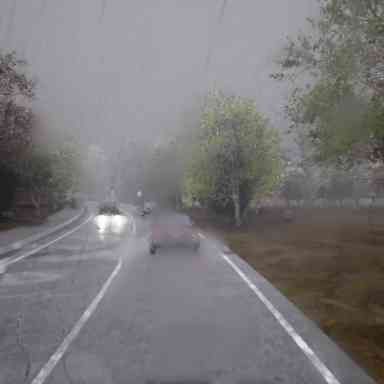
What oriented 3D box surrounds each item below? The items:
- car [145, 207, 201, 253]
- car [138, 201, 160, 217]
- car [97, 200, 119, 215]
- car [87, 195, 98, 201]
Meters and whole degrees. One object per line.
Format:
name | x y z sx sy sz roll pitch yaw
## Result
car | -0.797 1.574 13.730 2.033 1.411 5.357 0 0 -6
car | -4.180 1.595 32.253 2.033 1.411 5.357 1 0 -14
car | -8.533 1.570 34.216 1.895 1.301 4.718 1 0 -16
car | -22.022 1.343 73.524 1.994 1.385 4.181 2 -1 -20
